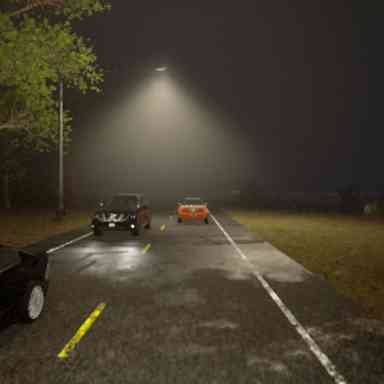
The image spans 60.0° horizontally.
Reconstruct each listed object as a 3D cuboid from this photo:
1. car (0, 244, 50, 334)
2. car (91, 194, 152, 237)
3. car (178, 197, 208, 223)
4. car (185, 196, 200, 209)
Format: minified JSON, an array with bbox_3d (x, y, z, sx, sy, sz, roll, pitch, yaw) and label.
[{"bbox_3d":[-3.594,1.455,4.242,1.882,1.535,5.008,0,0,0],"label":"car"},{"bbox_3d":[-3.540,1.131,17.805,2.150,2.045,5.566,0,0,2],"label":"car"},{"bbox_3d":[0.073,1.227,24.520,2.097,1.767,4.553,0,0,0],"label":"car"},{"bbox_3d":[0.071,1.317,42.049,1.812,1.442,4.674,0,0,0],"label":"car"}]
